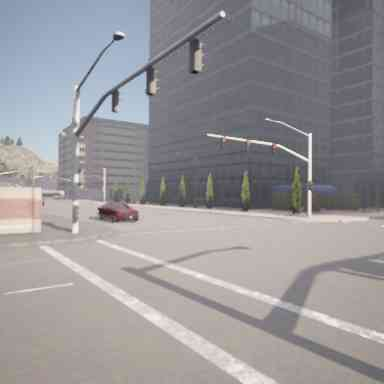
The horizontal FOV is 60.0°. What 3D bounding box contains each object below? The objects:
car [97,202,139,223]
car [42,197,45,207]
[{"bbox_3d":[-5.973,1.589,26.672,1.882,1.535,5.008,1,0,-36],"label":"car"},{"bbox_3d":[-25.377,1.337,53.741,2.150,2.045,5.566,1,-1,-36],"label":"car"}]
